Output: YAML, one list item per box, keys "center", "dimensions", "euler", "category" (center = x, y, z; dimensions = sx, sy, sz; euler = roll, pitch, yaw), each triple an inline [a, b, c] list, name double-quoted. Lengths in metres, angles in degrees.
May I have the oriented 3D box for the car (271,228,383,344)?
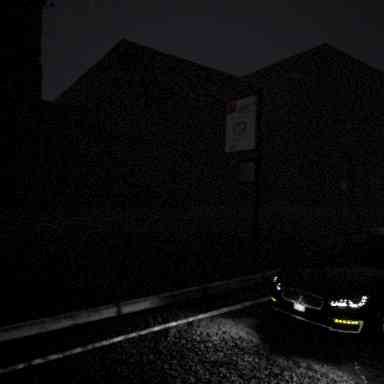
- center: [3.614, 1.514, 6.504]
  dimensions: [4.892, 1.490, 1.837]
  euler: [0, 0, -36]
  category: "car"
